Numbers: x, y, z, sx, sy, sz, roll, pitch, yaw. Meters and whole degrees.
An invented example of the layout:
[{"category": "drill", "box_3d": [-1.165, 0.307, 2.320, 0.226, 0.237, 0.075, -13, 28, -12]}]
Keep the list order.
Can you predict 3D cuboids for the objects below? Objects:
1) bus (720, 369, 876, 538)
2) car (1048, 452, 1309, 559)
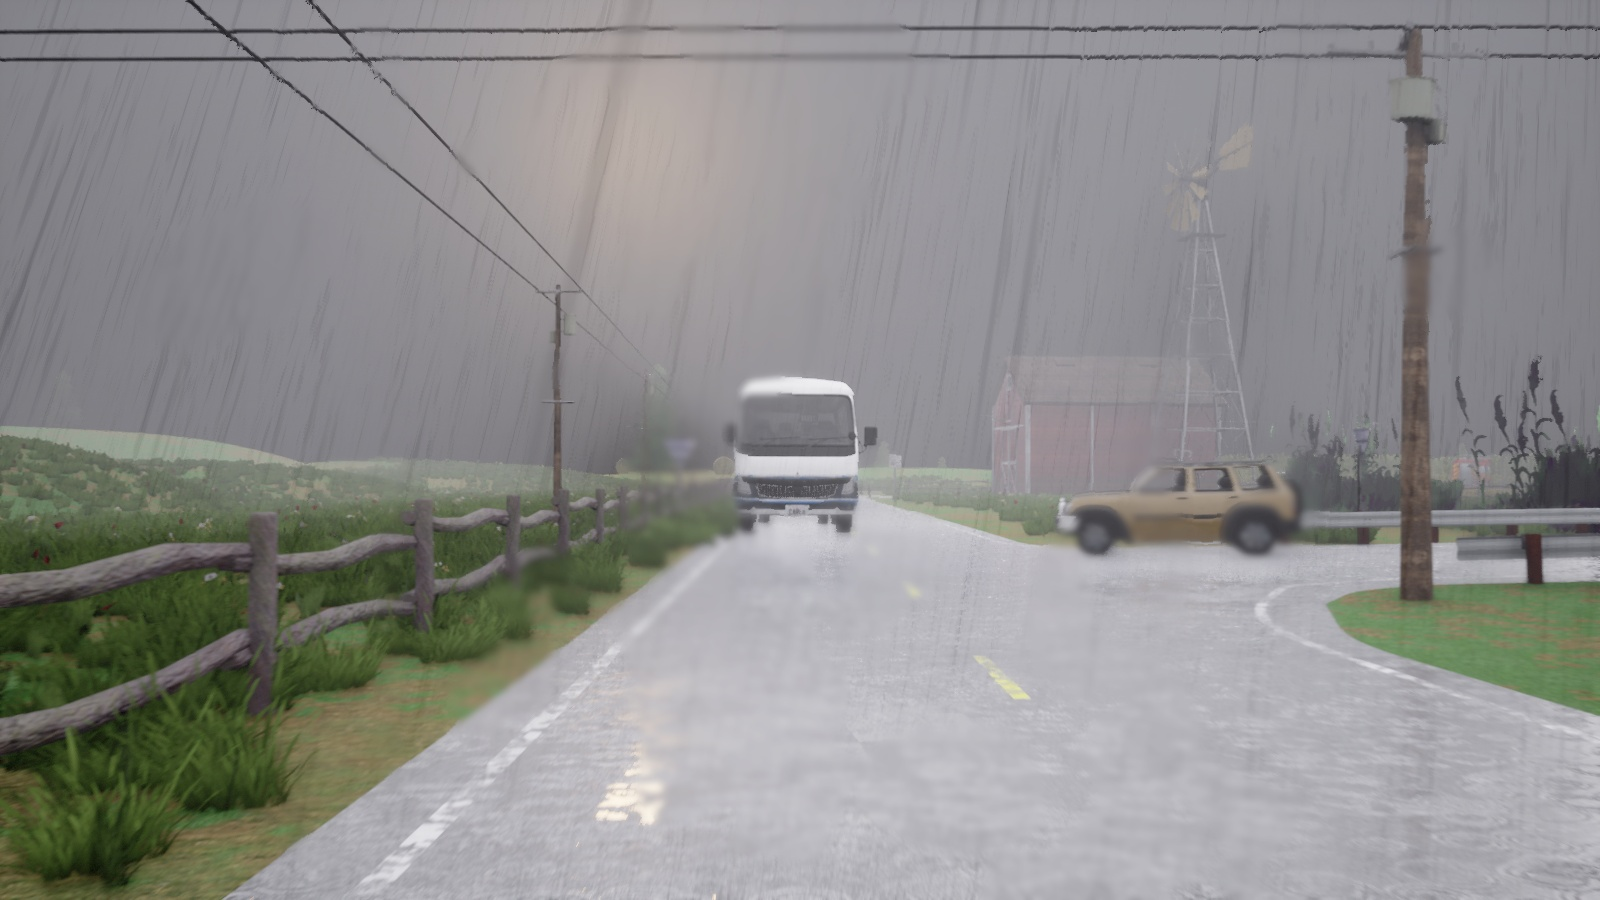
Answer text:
[{"category": "bus", "box_3d": [-0.104, 0.193, 36.907, 3.944, 4.253, 10.273, 0, -1, -1]}, {"category": "car", "box_3d": [7.242, 1.059, 24.371, 4.605, 1.855, 1.932, -2, -1, 14]}]
